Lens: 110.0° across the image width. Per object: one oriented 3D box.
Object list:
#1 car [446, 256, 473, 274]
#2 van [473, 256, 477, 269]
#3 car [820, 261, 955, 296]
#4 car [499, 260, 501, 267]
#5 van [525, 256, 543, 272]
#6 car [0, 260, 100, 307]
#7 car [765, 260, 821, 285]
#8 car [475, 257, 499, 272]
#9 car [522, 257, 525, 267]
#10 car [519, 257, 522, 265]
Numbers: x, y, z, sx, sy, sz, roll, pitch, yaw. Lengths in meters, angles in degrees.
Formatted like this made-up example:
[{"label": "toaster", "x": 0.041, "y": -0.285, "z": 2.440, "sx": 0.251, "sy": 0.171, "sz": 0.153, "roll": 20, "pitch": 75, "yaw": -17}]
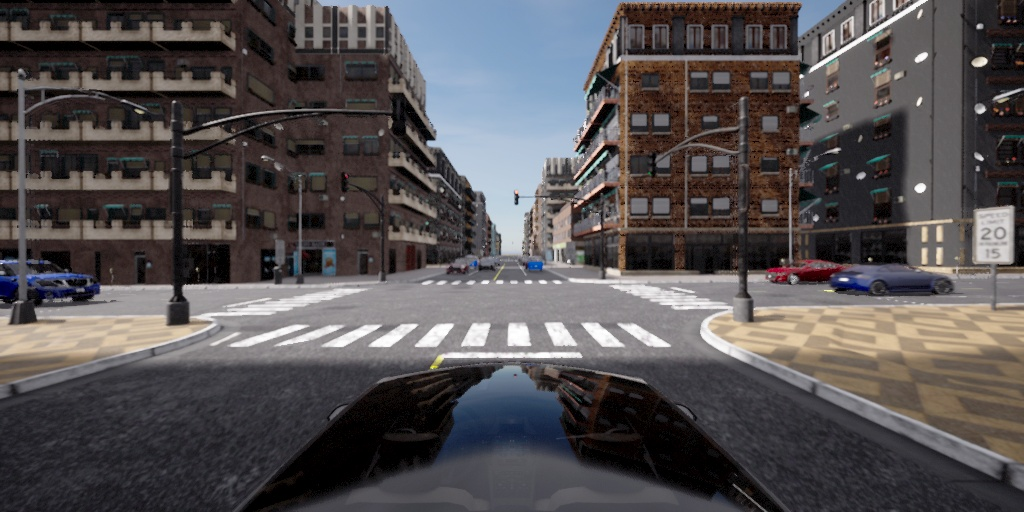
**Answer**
[{"label": "car", "x": -5.468, "y": 1.009, "z": 36.451, "sx": 1.967, "sy": 1.591, "sz": 4.097, "roll": 0, "pitch": 0, "yaw": 0}, {"label": "van", "x": -5.440, "y": 0.851, "z": 47.615, "sx": 1.690, "sy": 1.789, "sz": 3.998, "roll": 0, "pitch": 0, "yaw": 0}, {"label": "car", "x": 16.821, "y": 0.997, "z": 16.026, "sx": 4.181, "sy": 1.385, "sz": 1.994, "roll": -1, "pitch": 0, "yaw": 0}, {"label": "car", "x": -2.842, "y": 0.996, "z": 59.147, "sx": 2.033, "sy": 1.411, "sz": 5.357, "roll": 0, "pitch": 0, "yaw": 1}, {"label": "van", "x": 2.668, "y": 0.883, "z": 41.417, "sx": 1.690, "sy": 1.789, "sz": 3.998, "roll": 0, "pitch": 0, "yaw": 0}, {"label": "car", "x": -22.011, "y": 1.198, "z": 15.986, "sx": 5.566, "sy": 2.045, "sz": 2.150, "roll": -1, "pitch": 0, "yaw": 0}, {"label": "car", "x": 17.587, "y": 0.935, "z": 21.343, "sx": 4.507, "sy": 1.381, "sz": 1.888, "roll": 0, "pitch": 0, "yaw": 0}, {"label": "car", "x": -2.864, "y": 1.045, "z": 41.824, "sx": 1.837, "sy": 1.490, "sz": 4.892, "roll": 0, "pitch": 0, "yaw": 0}, {"label": "car", "x": 2.629, "y": 1.055, "z": 47.621, "sx": 1.888, "sy": 1.381, "sz": 4.507, "roll": 0, "pitch": 0, "yaw": 0}, {"label": "car", "x": 2.529, "y": 1.016, "z": 58.782, "sx": 1.948, "sy": 1.339, "sz": 4.313, "roll": 0, "pitch": 0, "yaw": 0}]
